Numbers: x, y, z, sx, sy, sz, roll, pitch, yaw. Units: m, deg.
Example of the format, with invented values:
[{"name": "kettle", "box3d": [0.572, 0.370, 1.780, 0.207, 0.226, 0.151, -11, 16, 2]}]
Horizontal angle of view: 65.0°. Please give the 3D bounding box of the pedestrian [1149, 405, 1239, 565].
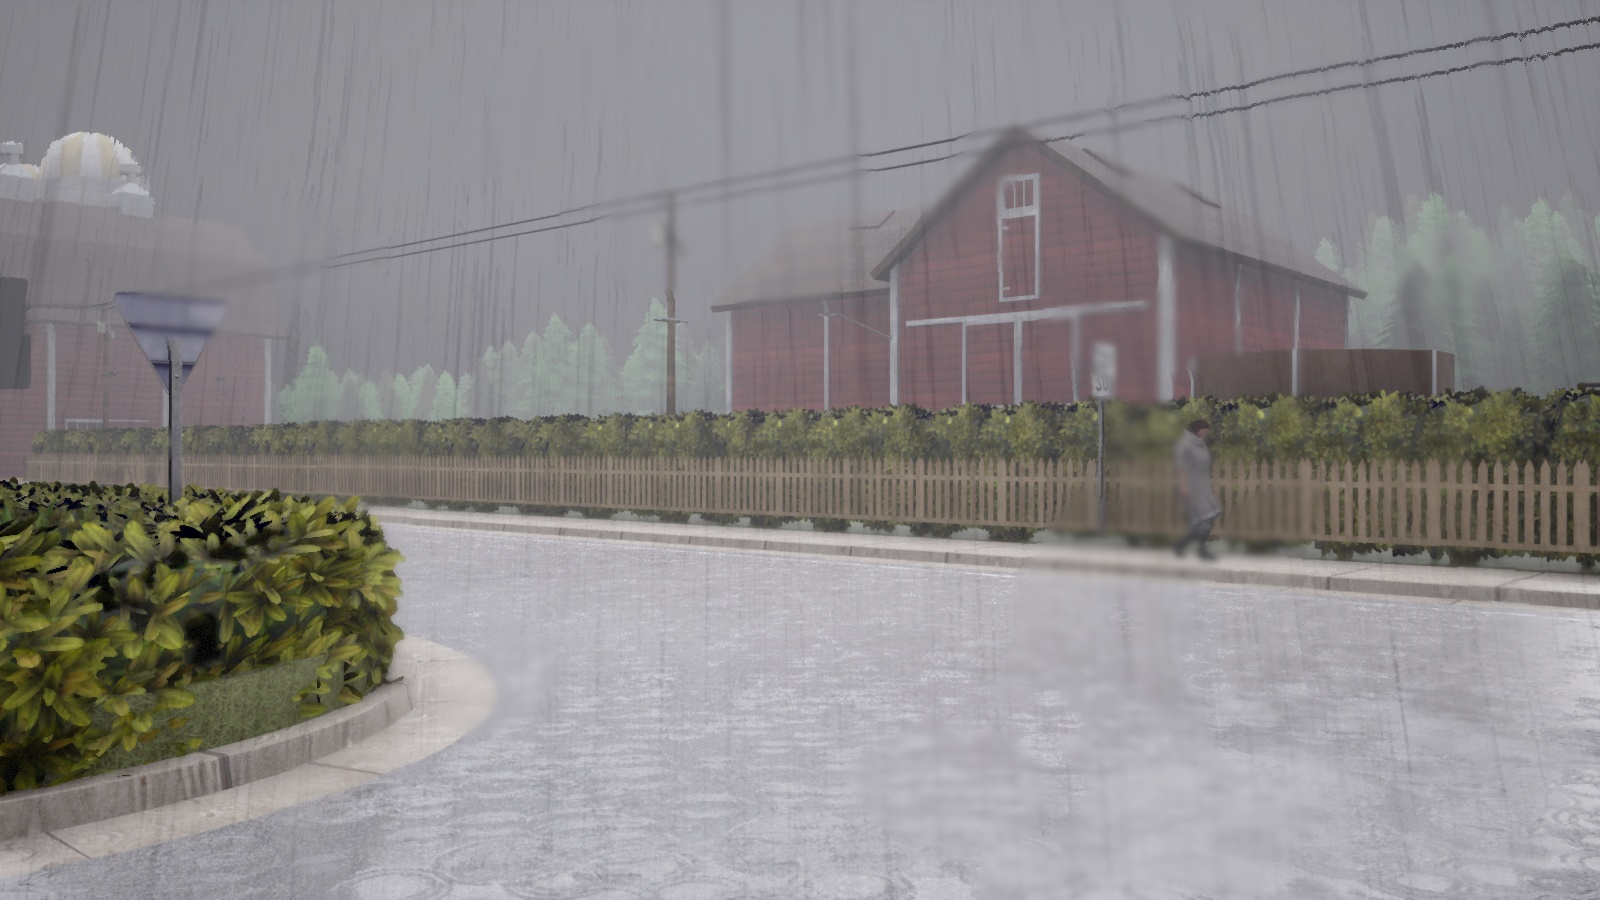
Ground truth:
[{"name": "pedestrian", "box3d": [4.957, 0.428, 15.806, 0.873, 1.952, 0.659, 0, 0, 43]}]
